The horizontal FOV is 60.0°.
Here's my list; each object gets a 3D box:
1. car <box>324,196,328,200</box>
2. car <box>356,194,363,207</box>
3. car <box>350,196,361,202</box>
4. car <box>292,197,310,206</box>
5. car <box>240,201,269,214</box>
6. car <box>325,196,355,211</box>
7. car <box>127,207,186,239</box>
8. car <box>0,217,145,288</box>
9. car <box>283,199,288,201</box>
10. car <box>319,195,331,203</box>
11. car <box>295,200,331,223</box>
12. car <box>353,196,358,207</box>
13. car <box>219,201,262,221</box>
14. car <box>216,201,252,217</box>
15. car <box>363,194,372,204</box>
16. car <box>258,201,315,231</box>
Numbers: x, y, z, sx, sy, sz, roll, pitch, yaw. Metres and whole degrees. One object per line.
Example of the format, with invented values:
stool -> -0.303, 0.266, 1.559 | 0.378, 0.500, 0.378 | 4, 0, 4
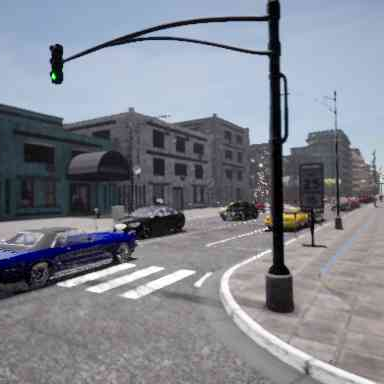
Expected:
car -> 27.550, 1.738, 71.430 | 1.802, 1.307, 4.206 | -1, -1, 32
car -> 23.102, 1.387, 48.187 | 1.967, 1.590, 4.097 | -1, -1, 32
car -> 39.336, 1.611, 79.760 | 1.895, 1.301, 4.718 | -2, -1, 32
car -> 18.772, 1.676, 57.142 | 1.752, 1.417, 4.829 | -1, -1, 32
car -> 7.277, 1.730, 38.428 | 1.802, 1.307, 4.206 | -1, -1, 32
car -> 17.310, 1.496, 38.757 | 2.008, 1.369, 4.403 | -1, -1, 32
car -> -2.214, 1.577, 18.051 | 2.128, 1.511, 4.902 | -2, -1, 32
car -> -3.729, 1.658, 9.632 | 1.895, 1.301, 4.718 | -1, 0, 32
car -> 13.070, 1.731, 47.858 | 1.802, 1.307, 4.206 | -1, -1, 32
car -> 30.445, 1.598, 76.146 | 1.967, 1.590, 4.097 | -1, -1, 32
car -> 8.622, 1.495, 24.613 | 2.008, 1.369, 4.403 | -1, -1, 32
car -> 20.207, 1.528, 43.471 | 1.802, 1.307, 4.206 | -1, -1, 32
car -> 4.160, 1.611, 28.397 | 1.812, 1.442, 4.674 | -2, 0, 31
car -> 4.291, 1.673, 33.569 | 1.752, 1.417, 4.829 | -1, -1, 32
car -> 31.789, 1.265, 62.331 | 2.192, 1.841, 5.009 | -1, -1, 32
car -> 5.814, 1.470, 20.044 | 1.752, 1.417, 4.829 | -1, -1, 32
